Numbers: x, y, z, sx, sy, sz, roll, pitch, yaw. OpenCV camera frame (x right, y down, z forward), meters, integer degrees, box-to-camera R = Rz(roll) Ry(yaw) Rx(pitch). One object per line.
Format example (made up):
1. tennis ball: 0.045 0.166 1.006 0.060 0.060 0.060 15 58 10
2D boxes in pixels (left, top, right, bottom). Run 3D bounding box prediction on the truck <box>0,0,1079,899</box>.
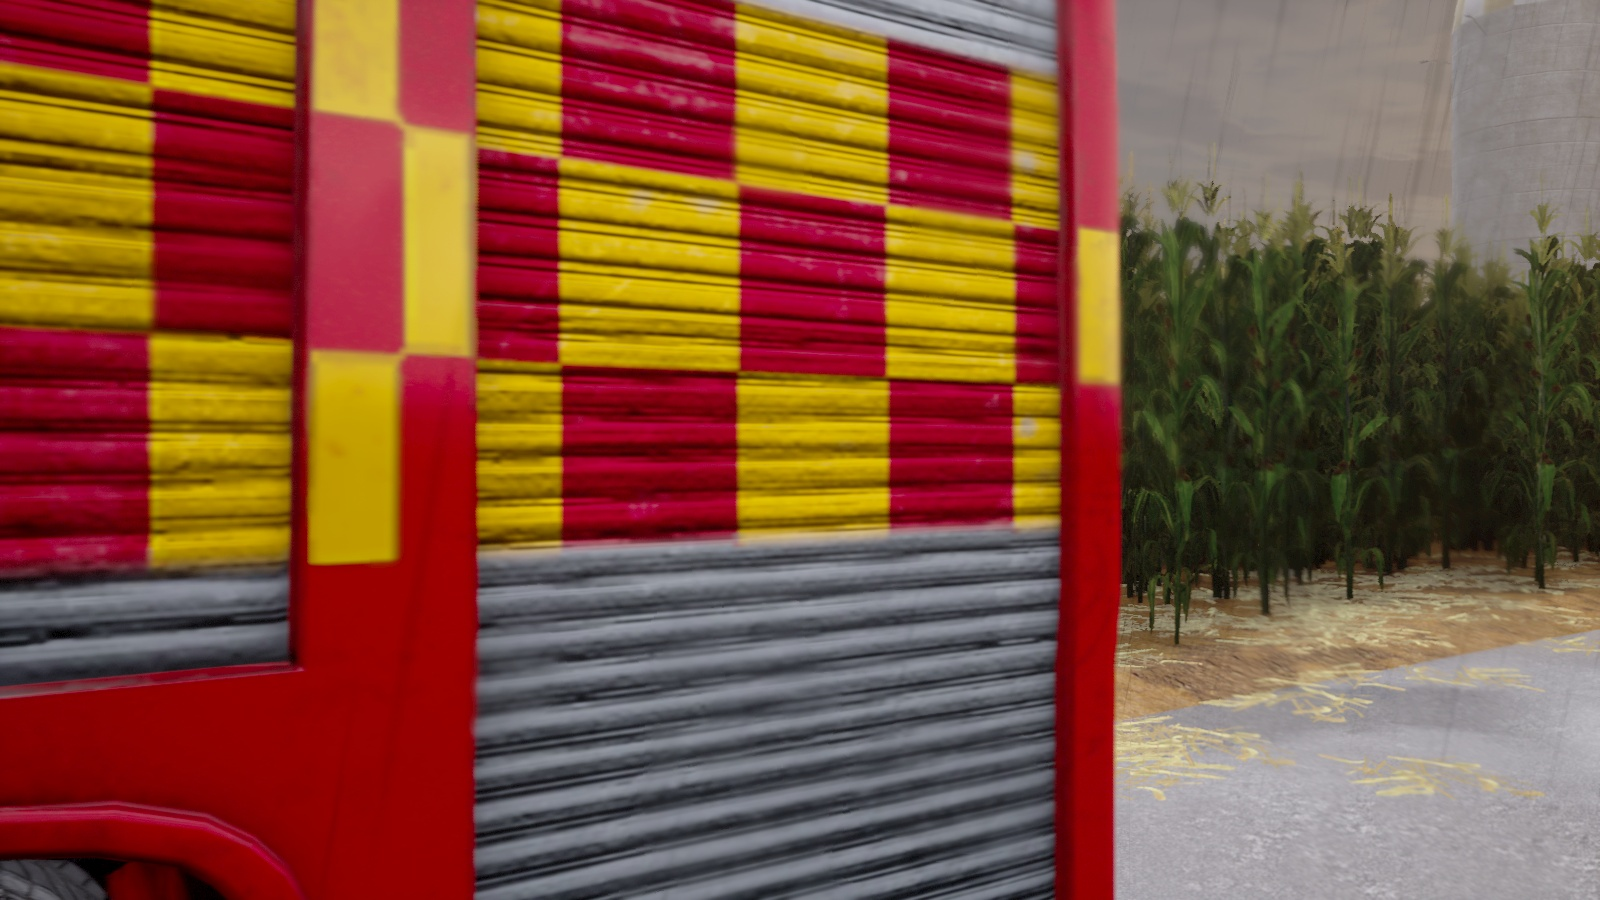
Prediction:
1. truck: -3.935 -0.395 0.440 8.468 3.827 2.891 0 0 -35
